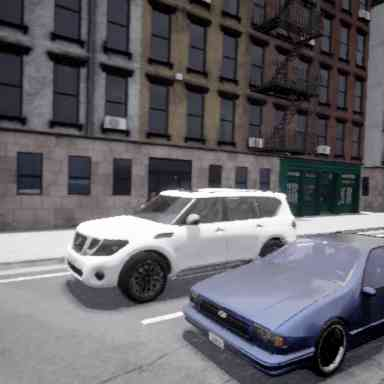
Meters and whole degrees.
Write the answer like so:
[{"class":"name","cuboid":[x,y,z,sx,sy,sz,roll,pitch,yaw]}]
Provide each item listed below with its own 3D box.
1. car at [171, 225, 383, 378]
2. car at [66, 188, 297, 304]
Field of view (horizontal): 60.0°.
[{"class":"car","cuboid":[2.521,1.431,5.502,5.357,1.411,2.033,1,2,-34]},{"class":"car","cuboid":[0.077,0.944,7.755,5.566,2.045,2.150,1,2,-34]}]
